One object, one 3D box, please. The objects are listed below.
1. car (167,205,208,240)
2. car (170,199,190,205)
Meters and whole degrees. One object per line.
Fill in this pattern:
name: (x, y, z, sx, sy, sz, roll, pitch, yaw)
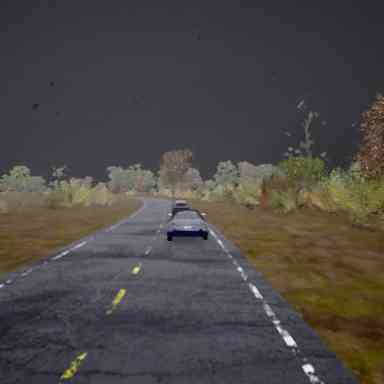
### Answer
car: (-0.262, 1.566, 17.086, 1.994, 1.385, 4.181, 0, 0, -2)
car: (-1.224, 1.513, 34.755, 1.837, 1.490, 4.892, 0, 0, -4)
